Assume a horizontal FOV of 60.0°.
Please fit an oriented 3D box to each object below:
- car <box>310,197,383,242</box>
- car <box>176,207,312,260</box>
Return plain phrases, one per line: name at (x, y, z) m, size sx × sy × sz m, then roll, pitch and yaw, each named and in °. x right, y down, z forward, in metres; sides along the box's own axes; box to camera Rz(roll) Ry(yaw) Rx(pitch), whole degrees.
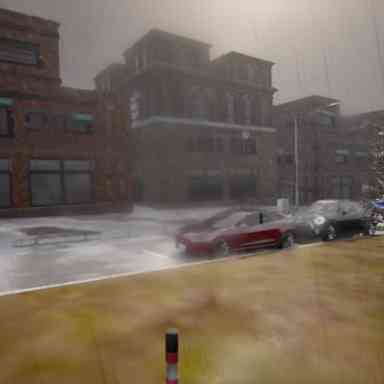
car at (6.253, 1.149, 15.050) m, size 4.553 × 1.767 × 2.185 m, roll 0°, pitch 0°, yaw -33°
car at (1.701, 1.351, 11.783) m, size 4.792 × 1.488 × 2.163 m, roll 0°, pitch 1°, yaw -33°
